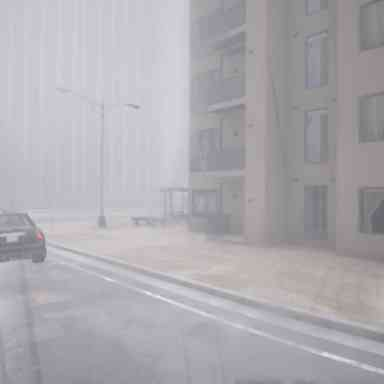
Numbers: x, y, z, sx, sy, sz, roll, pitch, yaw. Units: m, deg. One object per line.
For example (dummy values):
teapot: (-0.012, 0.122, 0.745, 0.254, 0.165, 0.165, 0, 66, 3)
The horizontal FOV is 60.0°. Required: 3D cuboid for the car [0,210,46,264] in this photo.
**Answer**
car: (-6.672, 1.369, 11.066, 4.553, 1.767, 2.097, 0, 0, 45)
